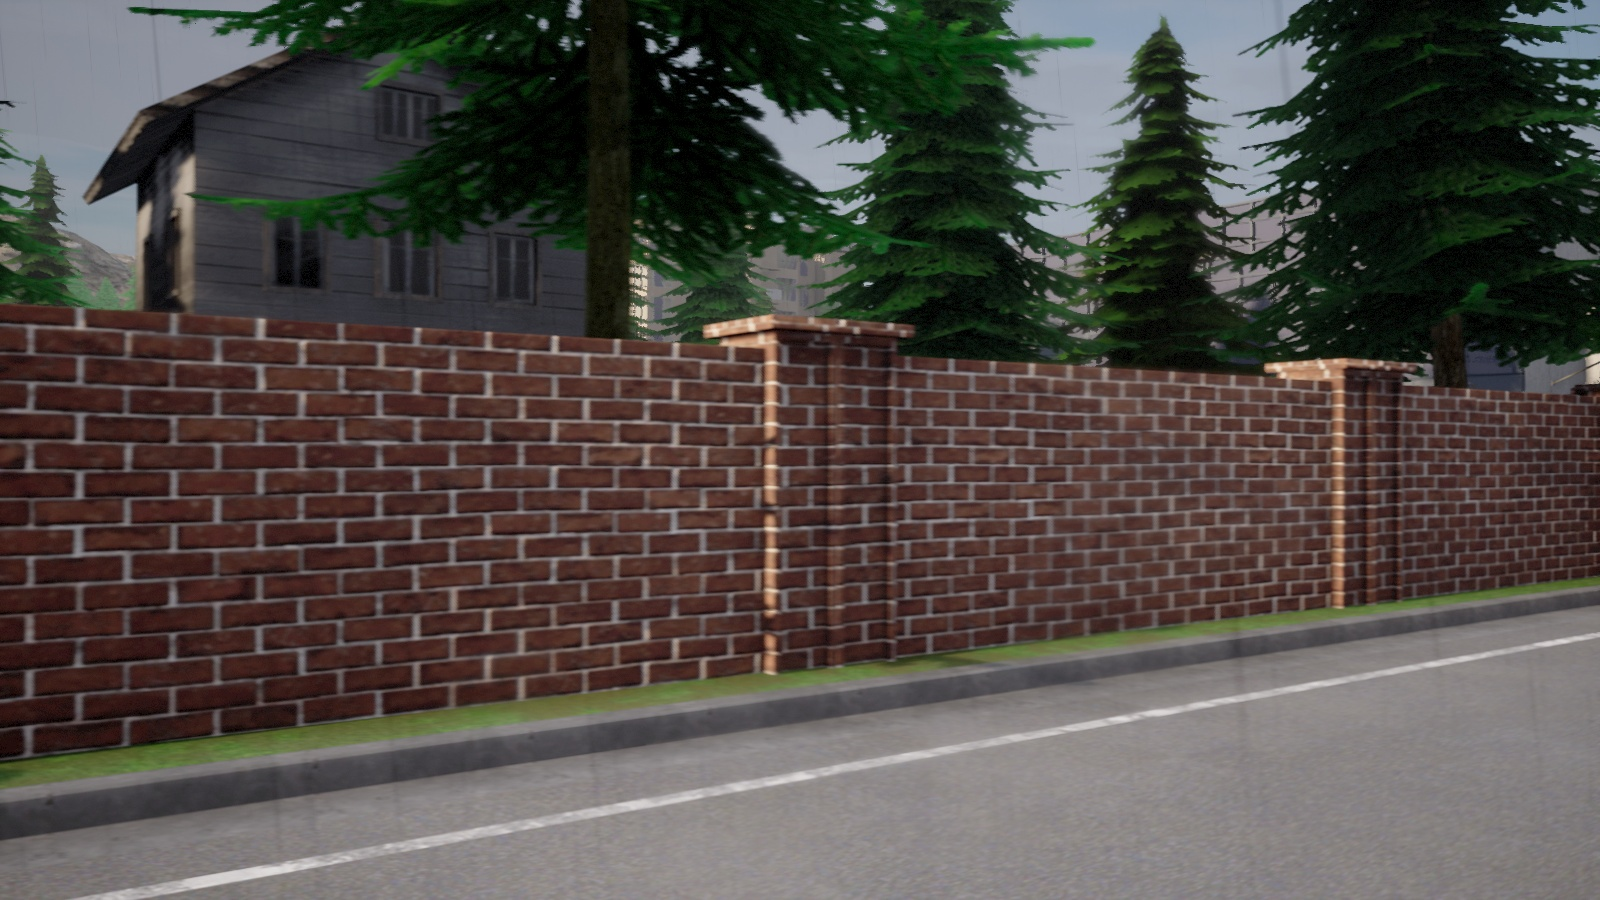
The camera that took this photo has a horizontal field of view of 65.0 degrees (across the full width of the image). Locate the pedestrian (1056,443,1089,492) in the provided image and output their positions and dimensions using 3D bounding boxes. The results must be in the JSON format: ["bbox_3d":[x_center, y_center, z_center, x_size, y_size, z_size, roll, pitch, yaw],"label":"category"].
[{"bbox_3d":[10.611,0.679,48.876,0.874,1.855,0.900,0,0,-44],"label":"pedestrian"}]
